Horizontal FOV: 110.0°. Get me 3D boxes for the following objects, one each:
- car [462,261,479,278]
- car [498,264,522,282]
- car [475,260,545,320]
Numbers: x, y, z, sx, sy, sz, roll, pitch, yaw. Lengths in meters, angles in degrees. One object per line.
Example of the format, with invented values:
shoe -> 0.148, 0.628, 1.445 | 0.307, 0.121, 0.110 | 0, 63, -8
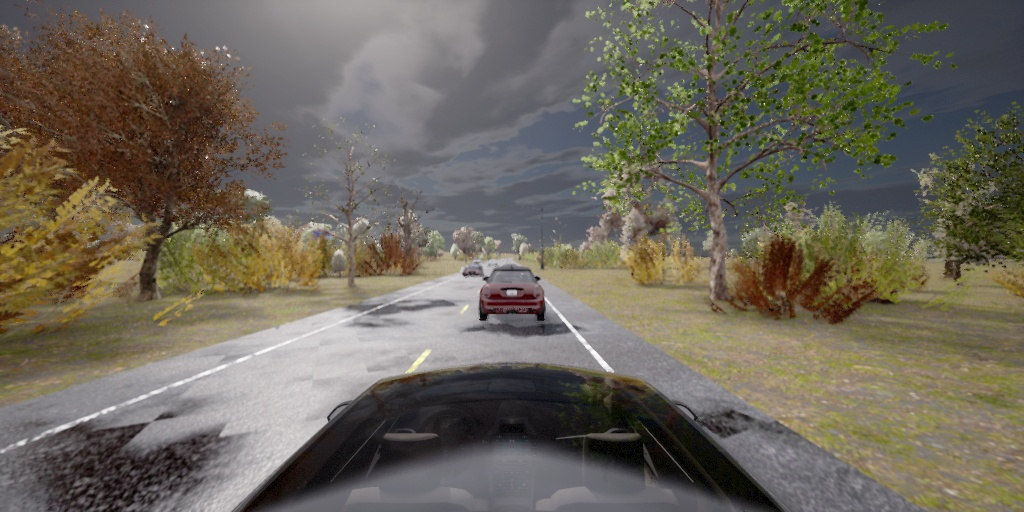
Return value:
car -> -3.977, 1.511, 37.363 | 1.994, 1.385, 4.181 | 0, 0, -1
car -> -0.192, 1.469, 32.275 | 2.033, 1.411, 5.357 | 0, 0, -1
car -> -0.008, 1.166, 13.062 | 2.097, 1.767, 4.553 | 0, 0, 0
